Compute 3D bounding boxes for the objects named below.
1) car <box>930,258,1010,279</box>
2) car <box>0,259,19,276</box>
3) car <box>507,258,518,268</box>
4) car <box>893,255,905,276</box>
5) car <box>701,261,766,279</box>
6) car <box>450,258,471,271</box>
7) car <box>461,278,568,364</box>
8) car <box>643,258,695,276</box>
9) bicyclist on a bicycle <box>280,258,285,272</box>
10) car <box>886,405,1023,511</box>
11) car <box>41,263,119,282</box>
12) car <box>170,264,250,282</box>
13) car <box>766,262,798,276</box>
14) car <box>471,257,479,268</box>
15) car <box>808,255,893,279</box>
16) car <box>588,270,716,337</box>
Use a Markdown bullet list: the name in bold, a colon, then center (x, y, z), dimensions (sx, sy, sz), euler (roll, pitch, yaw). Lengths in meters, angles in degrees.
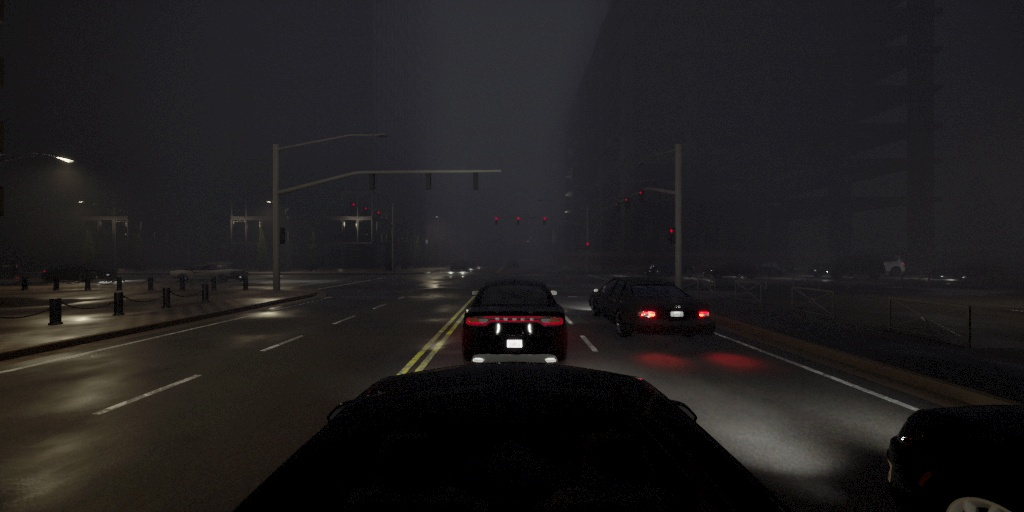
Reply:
- **car**: center (39.918, 1.172, 31.561), dimensions (5.008, 1.535, 1.882), euler (0, 0, 0)
- **car**: center (-51.170, 1.047, 34.787), dimensions (4.553, 1.767, 2.097), euler (0, 0, 1)
- **car**: center (0.122, 1.351, 60.400), dimensions (1.895, 1.301, 4.718), euler (0, 0, 0)
- **car**: center (34.896, 0.916, 35.060), dimensions (5.566, 2.045, 2.150), euler (0, 0, 0)
- **car**: center (19.161, 1.220, 31.493), dimensions (4.674, 1.442, 1.812), euler (0, 0, 0)
- **car**: center (-7.084, 1.228, 48.507), dimensions (1.882, 1.535, 5.008), euler (0, 0, 0)
- **car**: center (0.056, 1.228, 8.118), dimensions (1.882, 1.535, 5.008), euler (0, 0, 0)
- **car**: center (15.237, 1.047, 35.022), dimensions (4.553, 1.767, 2.097), euler (0, 0, 0)
- **bicyclist on a bicycle**: center (-25.400, 0.995, 39.334), dimensions (0.582, 1.620, 1.656), euler (0, 0, 0)
- **car**: center (3.600, 1.255, 0.504), dimensions (1.837, 1.490, 4.892), euler (0, 0, 0)
- **car**: center (-32.911, 1.259, 27.406), dimensions (4.181, 1.385, 1.994), euler (0, 0, -1)
- **car**: center (-22.943, 1.295, 27.370), dimensions (4.718, 1.301, 1.895), euler (0, 0, 0)
- **car**: center (24.705, 1.242, 35.032), dimensions (5.357, 1.411, 2.033), euler (0, 0, 0)
- **car**: center (-7.069, 1.297, 59.020), dimensions (2.033, 1.411, 5.357), euler (0, 0, 0)
- **car**: center (29.426, 0.916, 31.546), dimensions (5.566, 2.045, 2.150), euler (0, 0, 0)
- **car**: center (3.573, 1.297, 10.241), dimensions (2.033, 1.411, 5.357), euler (0, 0, 0)
